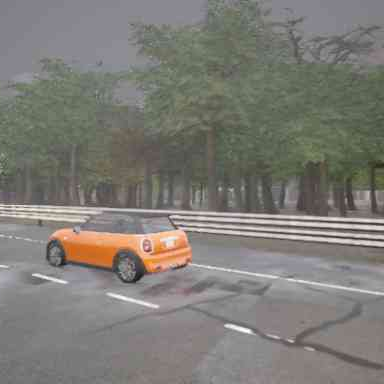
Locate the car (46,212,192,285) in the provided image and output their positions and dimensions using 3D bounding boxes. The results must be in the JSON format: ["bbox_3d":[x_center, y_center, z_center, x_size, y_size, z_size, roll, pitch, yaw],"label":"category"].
[{"bbox_3d":[-2.294,1.359,9.811,4.553,1.767,2.097,0,0,36],"label":"car"}]
